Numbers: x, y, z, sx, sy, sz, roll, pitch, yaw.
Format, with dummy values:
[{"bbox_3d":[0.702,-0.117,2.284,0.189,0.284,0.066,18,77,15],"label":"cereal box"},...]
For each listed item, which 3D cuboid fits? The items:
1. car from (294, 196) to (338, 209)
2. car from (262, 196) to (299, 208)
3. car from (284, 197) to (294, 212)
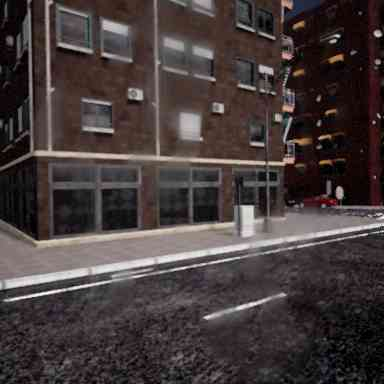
[{"bbox_3d":[14.256,1.158,37.804,1.887,1.381,4.507,-2,1,-36],"label":"car"},{"bbox_3d":[11.142,1.250,42.118,1.947,1.339,4.313,-2,1,-36],"label":"car"},{"bbox_3d":[7.492,1.359,32.918,1.802,1.307,4.206,-2,1,-36],"label":"car"}]
